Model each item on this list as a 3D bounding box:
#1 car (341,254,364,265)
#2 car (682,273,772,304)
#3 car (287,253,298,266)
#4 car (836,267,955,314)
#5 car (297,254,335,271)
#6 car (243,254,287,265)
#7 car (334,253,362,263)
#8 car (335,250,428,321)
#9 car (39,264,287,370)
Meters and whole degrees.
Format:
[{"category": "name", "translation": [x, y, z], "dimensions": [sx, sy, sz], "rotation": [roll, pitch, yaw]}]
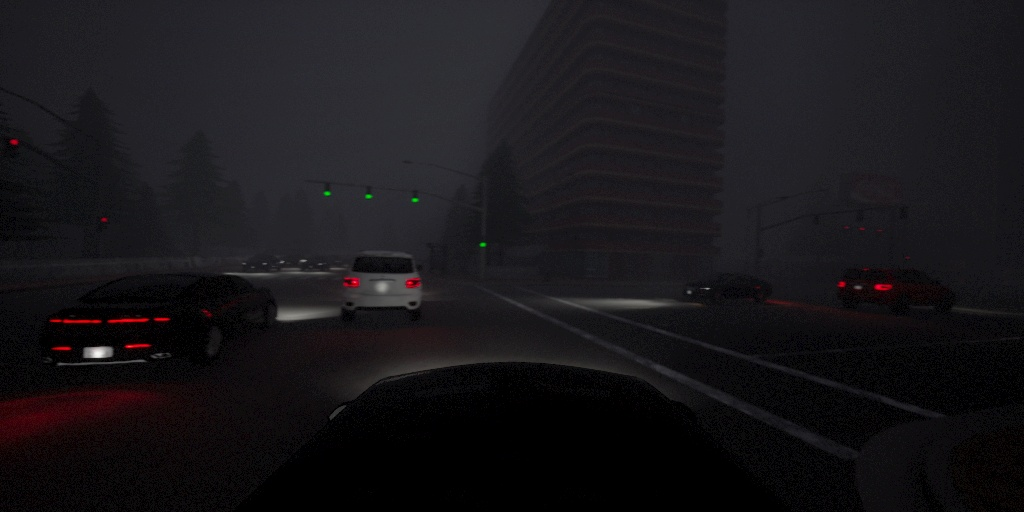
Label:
[{"category": "car", "translation": [-23.337, 0.517, 52.560], "dimensions": [1.812, 1.442, 4.674], "rotation": [2, 0, -9]}, {"category": "car", "translation": [11.412, 1.662, 19.062], "dimensions": [4.902, 1.511, 2.128], "rotation": [2, 0, -17]}, {"category": "car", "translation": [-23.827, 0.476, 39.413], "dimensions": [1.837, 1.490, 4.892], "rotation": [2, 0, -16]}, {"category": "car", "translation": [18.586, 1.625, 17.421], "dimensions": [5.566, 2.045, 2.150], "rotation": [2, 0, -17]}, {"category": "car", "translation": [-18.616, 0.665, 34.253], "dimensions": [1.812, 1.442, 4.674], "rotation": [2, 0, -17]}, {"category": "car", "translation": [-21.141, 0.582, 30.553], "dimensions": [1.812, 1.442, 4.674], "rotation": [2, 0, -17]}, {"category": "car", "translation": [-27.013, 0.366, 59.158], "dimensions": [2.128, 1.511, 4.902], "rotation": [2, 0, 2]}, {"category": "car", "translation": [-4.237, 0.858, 12.085], "dimensions": [2.150, 2.045, 5.566], "rotation": [2, 0, -17]}, {"category": "car", "translation": [-6.422, 1.061, 7.271], "dimensions": [1.837, 1.490, 4.892], "rotation": [2, 0, -17]}]
